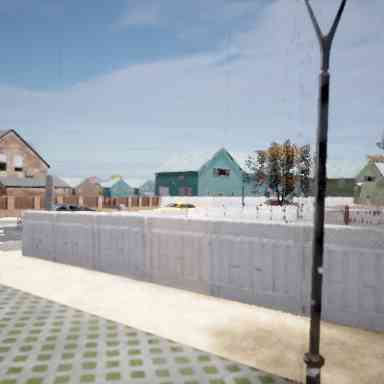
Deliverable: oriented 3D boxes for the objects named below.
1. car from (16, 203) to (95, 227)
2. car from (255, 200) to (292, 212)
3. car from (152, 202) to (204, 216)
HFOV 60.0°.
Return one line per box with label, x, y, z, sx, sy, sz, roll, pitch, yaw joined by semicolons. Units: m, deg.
car;-8.508;1.519;21.285;1.837;1.490;4.892;3;1;43
car;8.915;1.611;36.346;4.553;1.767;2.097;1;1;-32
car;-1.198;1.603;28.455;5.008;1.535;1.882;1;1;-41
